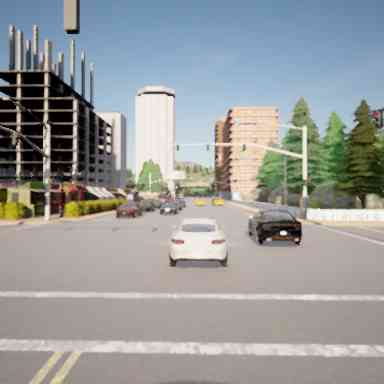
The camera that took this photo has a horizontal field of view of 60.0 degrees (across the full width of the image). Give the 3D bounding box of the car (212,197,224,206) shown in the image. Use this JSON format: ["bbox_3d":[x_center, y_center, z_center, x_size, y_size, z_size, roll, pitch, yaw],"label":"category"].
[{"bbox_3d":[5.237,1.945,65.311,1.882,1.535,5.008,0,0,1],"label":"car"}]

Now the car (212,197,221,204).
[{"bbox_3d":[5.475,1.840,74.881,1.882,1.535,5.008,0,0,1],"label":"car"}]

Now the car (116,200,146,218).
[{"bbox_3d":[-6.168,1.718,33.109,1.882,1.535,5.008,0,0,1],"label":"car"}]

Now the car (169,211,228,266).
[{"bbox_3d":[0.251,1.611,11.813,1.812,1.442,4.674,0,0,2],"label":"car"}]

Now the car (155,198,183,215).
[{"bbox_3d":[-2.544,1.764,37.852,2.128,1.511,4.902,0,0,1],"label":"car"}]

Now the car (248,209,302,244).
[{"bbox_3d":[3.952,1.595,16.432,1.882,1.535,5.008,0,0,3],"label":"car"}]

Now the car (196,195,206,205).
[{"bbox_3d":[1.982,1.764,75.201,2.150,2.045,5.566,0,0,1],"label":"car"}]

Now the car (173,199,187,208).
[{"bbox_3d":[-1.965,1.960,57.423,2.033,1.411,5.357,0,0,2],"label":"car"}]

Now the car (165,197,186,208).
[{"bbox_3d":[-2.300,1.830,46.980,2.128,1.511,4.902,0,0,2],"label":"car"}]

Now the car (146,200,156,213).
[{"bbox_3d":[-5.925,1.784,42.455,1.882,1.535,5.008,0,0,2],"label":"car"}]

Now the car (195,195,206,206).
[{"bbox_3d":[1.734,1.945,65.241,1.882,1.535,5.008,0,0,1],"label":"car"}]

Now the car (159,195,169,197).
[{"bbox_3d":[-5.321,1.676,63.100,2.150,2.045,5.566,0,0,1],"label":"car"}]
